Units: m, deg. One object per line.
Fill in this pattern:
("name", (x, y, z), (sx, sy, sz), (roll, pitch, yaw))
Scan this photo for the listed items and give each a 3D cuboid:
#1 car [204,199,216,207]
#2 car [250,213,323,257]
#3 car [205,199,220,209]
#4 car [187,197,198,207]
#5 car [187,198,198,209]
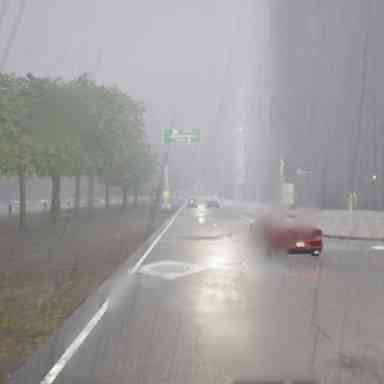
("car", (3.518, 2.078, 65.777), (2.128, 1.511, 4.902), (0, 0, 0))
("car", (3.594, 1.603, 13.511), (1.882, 1.535, 5.008), (0, 0, 0))
("car", (3.517, 1.995, 55.358), (2.128, 1.511, 4.902), (0, 0, 0))
("car", (0.018, 1.942, 65.750), (2.097, 1.767, 4.553), (0, 0, 0))
("car", (0.017, 2.051, 55.359), (2.033, 1.411, 5.357), (0, 0, 0))
